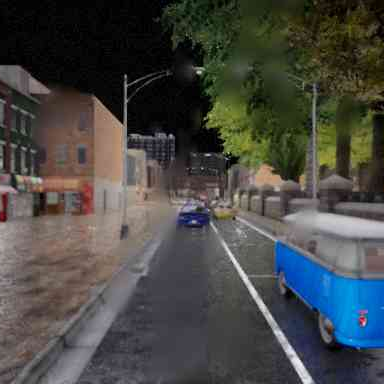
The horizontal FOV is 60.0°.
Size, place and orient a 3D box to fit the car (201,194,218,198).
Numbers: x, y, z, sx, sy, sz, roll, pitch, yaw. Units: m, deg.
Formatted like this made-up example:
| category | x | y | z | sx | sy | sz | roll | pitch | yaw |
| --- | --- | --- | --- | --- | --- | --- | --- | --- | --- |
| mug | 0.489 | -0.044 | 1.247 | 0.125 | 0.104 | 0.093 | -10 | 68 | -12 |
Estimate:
| category | x | y | z | sx | sy | sz | roll | pitch | yaw |
| --- | --- | --- | --- | --- | --- | --- | --- | --- | --- |
| car | 2.659 | 1.348 | 44.117 | 2.192 | 1.841 | 5.009 | 1 | 0 | 0 |

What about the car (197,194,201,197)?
| category | x | y | z | sx | sy | sz | roll | pitch | yaw |
| --- | --- | --- | --- | --- | --- | --- | --- | --- | --- |
| car | 2.661 | 1.647 | 70.547 | 1.887 | 1.381 | 4.507 | 1 | 0 | 0 |

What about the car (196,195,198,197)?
| category | x | y | z | sx | sy | sz | roll | pitch | yaw |
| --- | --- | --- | --- | --- | --- | --- | --- | --- | --- |
| car | 2.664 | 1.706 | 86.859 | 1.887 | 1.381 | 4.507 | 0 | 0 | 0 |

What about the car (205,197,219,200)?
| category | x | y | z | sx | sy | sz | roll | pitch | yaw |
| --- | --- | --- | --- | --- | --- | --- | --- | --- | --- |
| car | 2.654 | 1.605 | 38.668 | 1.802 | 1.307 | 4.206 | 1 | 0 | 0 |

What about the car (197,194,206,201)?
| category | x | y | z | sx | sy | sz | roll | pitch | yaw |
| --- | --- | --- | --- | --- | --- | --- | --- | --- | --- |
| car | 2.667 | 1.499 | 92.297 | 2.192 | 1.841 | 5.009 | 0 | 0 | 0 |

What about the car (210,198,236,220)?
| category | x | y | z | sx | sy | sz | roll | pitch | yaw |
| --- | --- | --- | --- | --- | --- | --- | --- | --- | --- |
| car | 2.653 | 1.535 | 27.939 | 1.752 | 1.417 | 4.829 | 1 | 0 | 0 |

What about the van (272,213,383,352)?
| category | x | y | z | sx | sy | sz | roll | pitch | yaw |
| --- | --- | --- | --- | --- | --- | --- | --- | --- | --- |
| van | 2.652 | 1.341 | 5.971 | 1.690 | 1.788 | 3.998 | 1 | 0 | 0 |

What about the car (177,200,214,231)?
| category | x | y | z | sx | sy | sz | roll | pitch | yaw |
| --- | --- | --- | --- | --- | --- | --- | --- | --- | --- |
| car | 0.102 | 1.481 | 20.567 | 1.882 | 1.535 | 5.008 | 0 | 0 | 0 |

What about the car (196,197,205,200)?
| category | x | y | z | sx | sy | sz | roll | pitch | yaw |
| --- | --- | --- | --- | --- | --- | --- | --- | --- | --- |
| car | 0.109 | 1.570 | 37.957 | 2.033 | 1.411 | 5.357 | 0 | 0 | 0 |
